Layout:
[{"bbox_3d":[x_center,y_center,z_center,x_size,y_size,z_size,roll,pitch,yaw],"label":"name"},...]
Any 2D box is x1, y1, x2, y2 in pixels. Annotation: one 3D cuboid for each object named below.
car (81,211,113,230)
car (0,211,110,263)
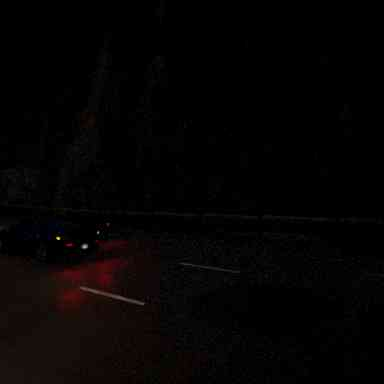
[{"bbox_3d":[-6.346,1.637,17.112,4.718,1.301,1.895,0,0,36],"label":"car"},{"bbox_3d":[-5.336,1.559,12.085,4.674,1.442,1.812,0,0,36],"label":"car"}]
